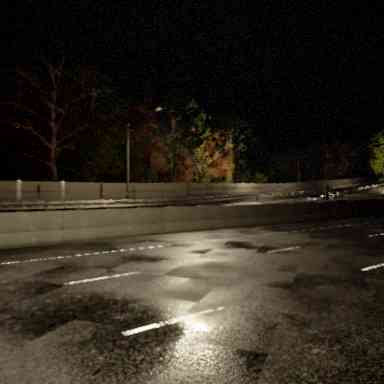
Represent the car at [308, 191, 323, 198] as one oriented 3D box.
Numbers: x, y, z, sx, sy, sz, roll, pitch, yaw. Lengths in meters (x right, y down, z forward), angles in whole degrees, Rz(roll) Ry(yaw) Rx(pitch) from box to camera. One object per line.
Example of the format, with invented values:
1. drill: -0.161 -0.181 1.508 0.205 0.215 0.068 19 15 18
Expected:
1. car: 27.990 0.644 76.370 1.994 1.385 4.181 0 1 32
